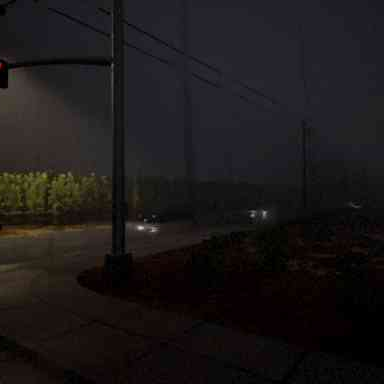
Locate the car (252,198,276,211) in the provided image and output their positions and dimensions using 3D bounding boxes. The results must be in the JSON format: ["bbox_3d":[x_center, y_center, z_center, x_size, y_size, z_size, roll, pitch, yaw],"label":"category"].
[{"bbox_3d":[9.692,1.604,44.416,1.882,1.535,5.008,0,-1,33],"label":"car"}]

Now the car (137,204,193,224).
[{"bbox_3d":[-1.944,1.669,26.293,2.033,1.411,5.357,0,0,33],"label":"car"}]
